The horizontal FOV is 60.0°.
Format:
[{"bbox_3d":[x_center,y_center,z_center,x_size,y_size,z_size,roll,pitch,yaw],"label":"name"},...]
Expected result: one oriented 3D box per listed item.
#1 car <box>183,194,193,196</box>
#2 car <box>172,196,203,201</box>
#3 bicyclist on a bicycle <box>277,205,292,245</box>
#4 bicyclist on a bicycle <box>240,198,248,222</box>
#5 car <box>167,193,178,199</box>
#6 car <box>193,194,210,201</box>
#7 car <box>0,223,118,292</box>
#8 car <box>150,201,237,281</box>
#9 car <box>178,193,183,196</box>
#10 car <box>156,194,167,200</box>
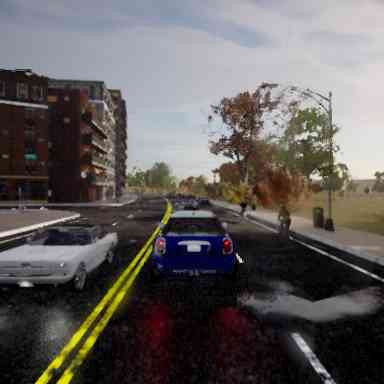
[{"bbox_3d":[-0.323,1.196,72.114,1.882,1.535,5.008,0,0,-6],"label":"car"},{"bbox_3d":[-0.473,1.384,29.310,2.128,1.511,4.902,0,0,-2],"label":"car"},{"bbox_3d":[4.007,1.411,14.417,0.582,1.620,1.656,0,0,-1],"label":"bicyclist on a bicycle"},{"bbox_3d":[3.754,1.291,24.311,0.659,1.776,1.843,0,0,-2],"label":"bicyclist on a bicycle"},{"bbox_3d":[-5.518,0.986,88.980,2.097,1.767,4.553,0,0,-7],"label":"car"},{"bbox_3d":[1.685,1.366,49.428,2.033,1.411,5.357,0,0,-4],"label":"car"},{"bbox_3d":[-3.403,1.563,8.966,1.895,1.301,4.718,0,0,-1],"label":"car"},{"bbox_3d":[0.025,1.318,9.855,2.097,1.767,4.553,0,0,-1],"label":"car"},{"bbox_3d":[-2.347,1.185,89.808,1.994,1.385,4.181,0,0,-7],"label":"car"},{"bbox_3d":[-8.044,1.198,82.867,2.033,1.411,5.357,0,0,-6],"label":"car"}]
